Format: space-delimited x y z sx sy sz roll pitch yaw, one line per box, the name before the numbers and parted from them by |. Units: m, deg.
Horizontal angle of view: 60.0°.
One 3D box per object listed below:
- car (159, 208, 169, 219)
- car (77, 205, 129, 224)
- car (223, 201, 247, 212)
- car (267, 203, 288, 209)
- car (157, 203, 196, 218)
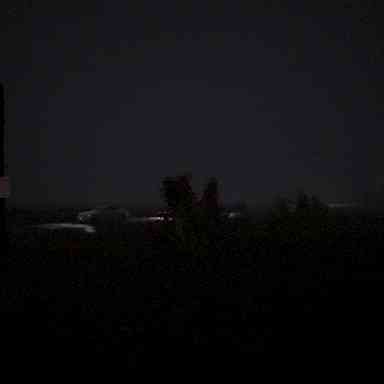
car | -0.895 1.853 30.947 2.033 1.411 5.357 -1 -1 36
car | -7.450 1.837 28.178 1.812 1.442 4.674 -1 -1 36
car | 6.041 2.041 46.870 1.882 1.535 5.008 -1 -1 36
car | 13.164 2.120 50.600 2.033 1.411 5.357 -1 -1 37
car | -1.617 1.984 36.272 1.994 1.385 4.181 -1 -1 36
